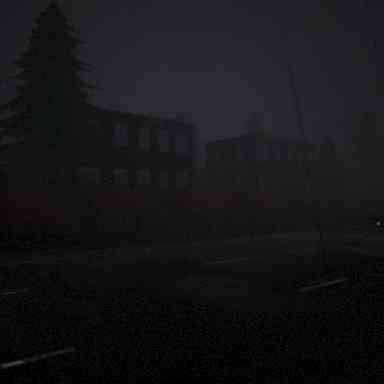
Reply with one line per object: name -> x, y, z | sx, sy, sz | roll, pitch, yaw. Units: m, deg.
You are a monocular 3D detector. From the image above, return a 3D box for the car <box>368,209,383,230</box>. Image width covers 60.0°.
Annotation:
car -> 13.616, 1.835, 22.331 | 4.674, 1.442, 1.812 | 1, 0, -36
